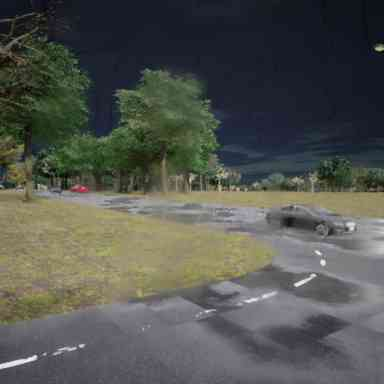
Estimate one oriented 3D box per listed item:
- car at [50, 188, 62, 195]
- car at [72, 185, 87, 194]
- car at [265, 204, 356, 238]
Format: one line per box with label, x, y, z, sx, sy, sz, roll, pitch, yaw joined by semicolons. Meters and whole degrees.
car;-28.663;-0.142;70.047;1.895;1.301;4.718;-1;2;-28
car;-24.960;-0.619;73.753;2.150;2.045;5.566;-1;2;-35
car;6.124;1.398;17.666;2.128;1.511;4.902;-1;2;-35
